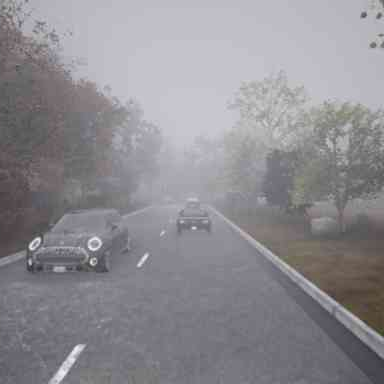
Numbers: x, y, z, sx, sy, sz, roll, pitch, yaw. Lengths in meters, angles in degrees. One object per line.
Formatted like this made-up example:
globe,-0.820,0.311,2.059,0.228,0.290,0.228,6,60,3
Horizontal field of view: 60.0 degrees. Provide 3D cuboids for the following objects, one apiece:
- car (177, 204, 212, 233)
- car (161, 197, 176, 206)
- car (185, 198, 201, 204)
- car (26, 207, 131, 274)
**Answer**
car,0.107,1.612,19.804,1.895,1.301,4.718,0,0,0
car,-3.836,1.520,54.483,1.994,1.385,4.181,1,0,-12
car,0.113,1.474,42.715,1.882,1.535,5.008,0,0,0
car,-3.346,1.360,10.635,2.097,1.767,4.553,0,0,0
